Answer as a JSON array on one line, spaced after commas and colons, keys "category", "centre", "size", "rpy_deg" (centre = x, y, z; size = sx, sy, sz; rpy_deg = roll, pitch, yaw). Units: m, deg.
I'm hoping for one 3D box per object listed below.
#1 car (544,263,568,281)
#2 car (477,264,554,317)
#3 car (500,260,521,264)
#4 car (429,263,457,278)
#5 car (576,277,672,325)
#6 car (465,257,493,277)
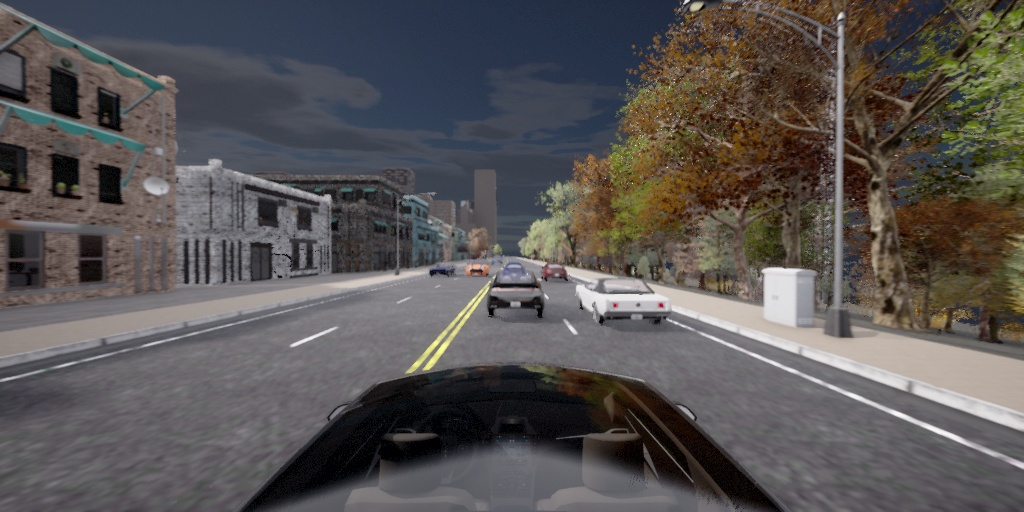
[{"category": "car", "centre": [3.400, 1.262, 29.418], "size": [1.812, 1.442, 4.674], "rpy_deg": [0, 0, 0]}, {"category": "car", "centre": [0.115, 1.234, 13.182], "size": [2.128, 1.511, 4.902], "rpy_deg": [0, 0, 0]}, {"category": "car", "centre": [0.150, 1.258, 29.435], "size": [1.812, 1.442, 4.674], "rpy_deg": [0, 0, 0]}, {"category": "car", "centre": [-6.533, 1.323, 34.069], "size": [1.895, 1.301, 4.718], "rpy_deg": [0, 0, 0]}, {"category": "car", "centre": [3.360, 1.348, 11.831], "size": [1.895, 1.301, 4.718], "rpy_deg": [0, 0, 0]}, {"category": "car", "centre": [-3.276, 1.077, 35.141], "size": [2.097, 1.767, 4.553], "rpy_deg": [0, 0, 0]}]
